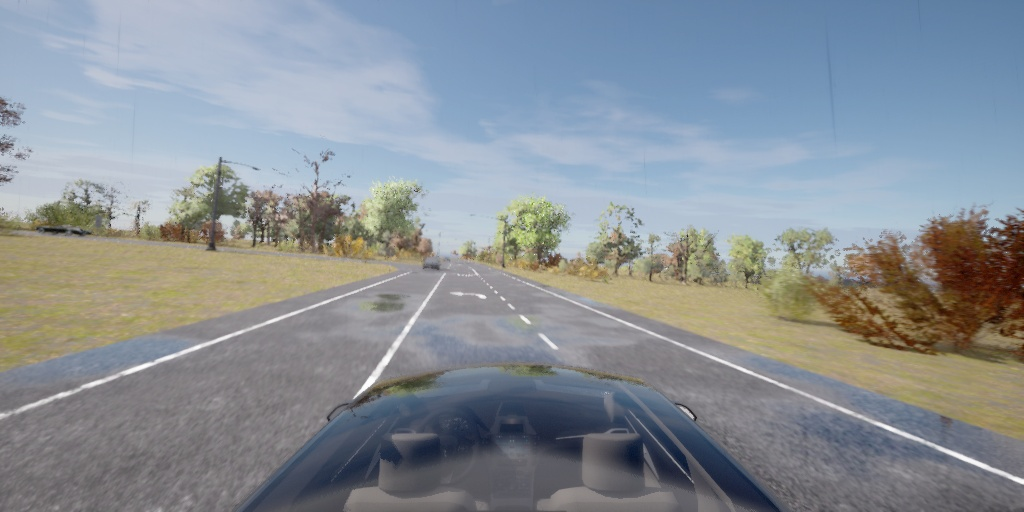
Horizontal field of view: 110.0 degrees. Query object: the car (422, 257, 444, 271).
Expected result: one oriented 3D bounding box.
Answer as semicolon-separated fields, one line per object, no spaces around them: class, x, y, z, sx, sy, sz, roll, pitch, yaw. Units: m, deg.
car;-9.468;0.864;42.514;1.882;1.535;5.008;5;1;-9
